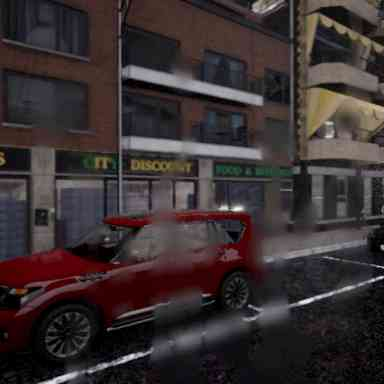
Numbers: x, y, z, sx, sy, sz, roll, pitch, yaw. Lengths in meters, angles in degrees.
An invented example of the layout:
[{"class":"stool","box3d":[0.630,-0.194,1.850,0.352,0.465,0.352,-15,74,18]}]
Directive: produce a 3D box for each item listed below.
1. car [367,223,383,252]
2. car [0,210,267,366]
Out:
[{"class":"car","box3d":[8.366,1.514,12.537,4.313,1.339,1.947,0,0,-36]},{"class":"car","box3d":[-0.828,1.305,5.971,5.009,1.841,2.192,0,0,-36]}]
